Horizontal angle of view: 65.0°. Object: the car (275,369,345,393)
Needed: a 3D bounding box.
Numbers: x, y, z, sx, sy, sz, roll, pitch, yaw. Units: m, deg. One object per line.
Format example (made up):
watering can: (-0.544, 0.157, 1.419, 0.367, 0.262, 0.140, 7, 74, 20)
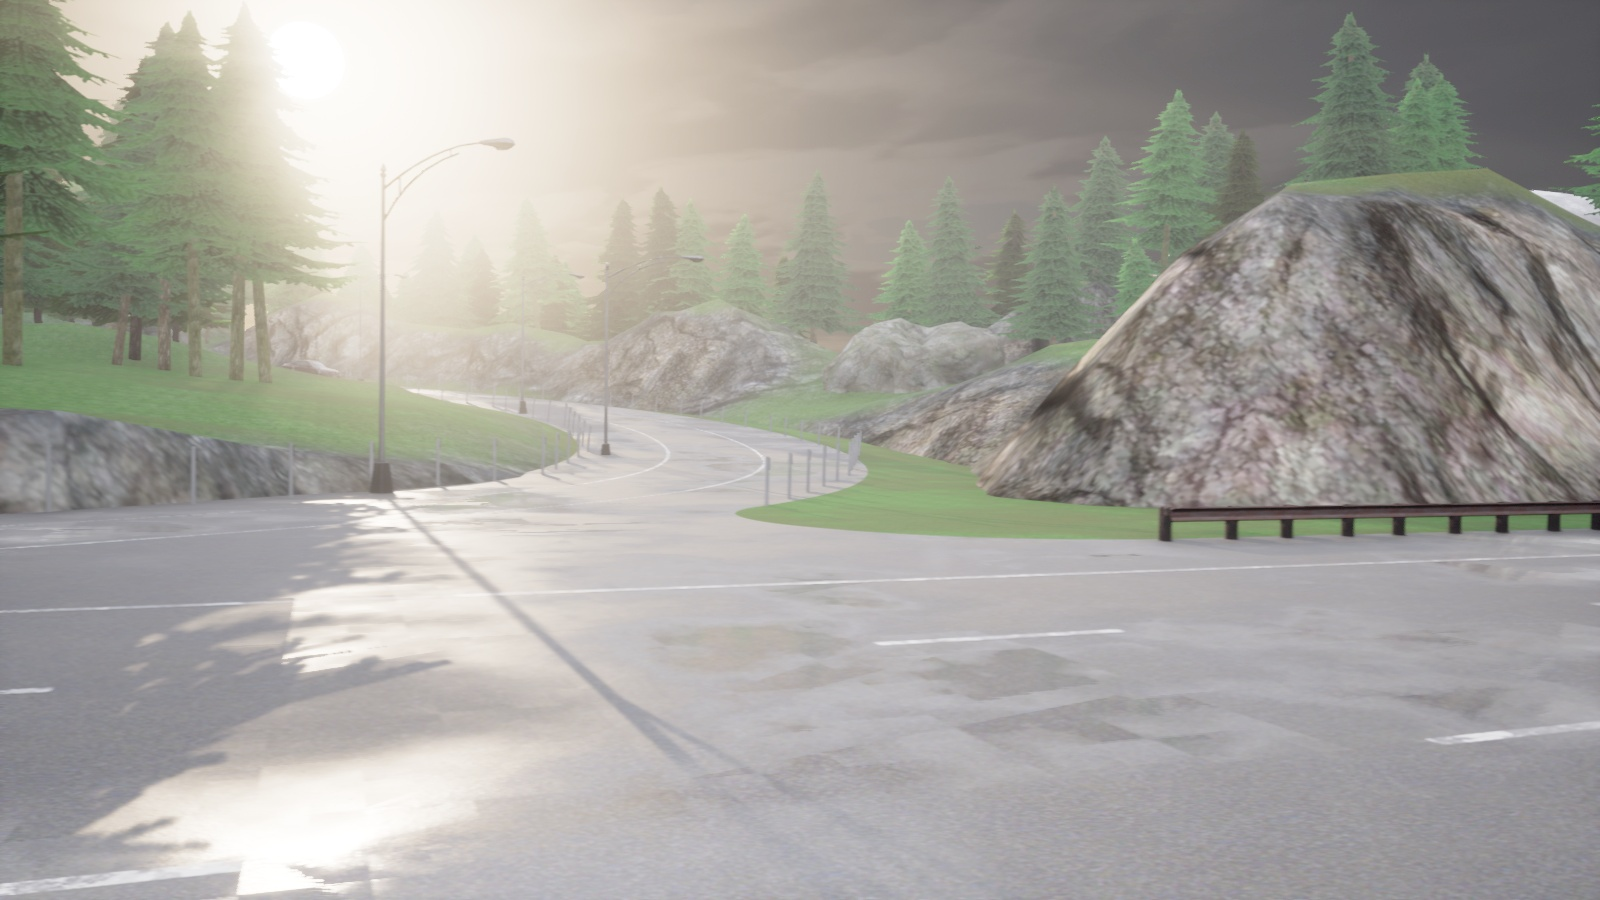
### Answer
car: (-35.351, -4.956, 90.578, 4.674, 1.442, 1.812, 5, 3, 23)
